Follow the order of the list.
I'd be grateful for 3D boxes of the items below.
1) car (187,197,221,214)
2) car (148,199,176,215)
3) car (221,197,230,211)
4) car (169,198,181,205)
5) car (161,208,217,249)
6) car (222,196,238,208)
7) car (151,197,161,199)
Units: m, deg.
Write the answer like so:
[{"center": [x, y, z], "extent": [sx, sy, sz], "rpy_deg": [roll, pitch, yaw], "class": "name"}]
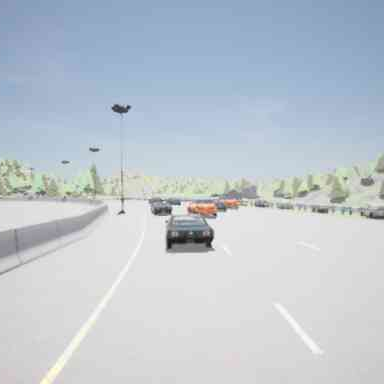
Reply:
[{"center": [0.845, 1.384, 31.282], "extent": [2.097, 1.767, 4.553], "rpy_deg": [-1, 0, -11], "class": "car"}, {"center": [-3.343, 1.698, 35.574], "extent": [1.895, 1.301, 4.718], "rpy_deg": [-1, 0, -13], "class": "car"}, {"center": [2.646, 1.584, 39.873], "extent": [1.994, 1.385, 4.181], "rpy_deg": [-1, 0, -14], "class": "car"}, {"center": [-3.567, 1.700, 60.663], "extent": [1.994, 1.385, 4.181], "rpy_deg": [-1, 0, -21], "class": "car"}, {"center": [-0.267, 1.626, 14.895], "extent": [1.895, 1.301, 4.718], "rpy_deg": [-1, 0, -5], "class": "car"}, {"center": [4.658, 1.352, 46.160], "extent": [2.097, 1.767, 4.553], "rpy_deg": [-1, 0, -15], "class": "car"}, {"center": [-6.401, 1.678, 58.424], "extent": [1.837, 1.490, 4.892], "rpy_deg": [1, -1, -21], "class": "car"}]
